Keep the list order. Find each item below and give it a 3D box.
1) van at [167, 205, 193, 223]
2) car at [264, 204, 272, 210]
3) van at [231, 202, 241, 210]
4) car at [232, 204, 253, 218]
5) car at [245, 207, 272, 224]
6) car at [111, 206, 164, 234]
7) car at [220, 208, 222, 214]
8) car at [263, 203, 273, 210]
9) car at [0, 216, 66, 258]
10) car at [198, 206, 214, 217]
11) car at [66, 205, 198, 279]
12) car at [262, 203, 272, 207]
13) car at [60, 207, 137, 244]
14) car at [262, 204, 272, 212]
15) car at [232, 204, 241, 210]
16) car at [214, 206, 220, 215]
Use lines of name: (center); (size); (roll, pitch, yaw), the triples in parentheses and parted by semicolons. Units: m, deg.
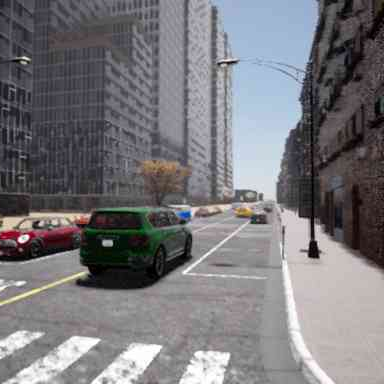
van: (-1.248, 2.341, 36.290); (1.690, 1.788, 3.998); (0, -2, 14)
car: (20.450, 4.003, 89.088); (1.887, 1.381, 4.507); (0, -1, 14)
van: (10.955, 3.700, 85.602); (1.690, 1.788, 3.998); (0, -1, 14)
car: (7.251, 2.774, 46.639); (1.882, 1.535, 5.008); (0, -2, 14)
car: (6.890, 2.502, 34.292); (2.008, 1.369, 4.403); (0, -2, 14)
car: (-3.960, 2.003, 25.333); (2.192, 1.841, 5.009); (0, -2, 14)
car: (4.173, 3.193, 58.201); (1.802, 1.307, 4.206); (0, -1, 14)
car: (19.096, 3.626, 83.612); (2.192, 1.841, 5.009); (0, -1, 14)
car: (-6.673, 1.813, 14.372); (1.967, 1.590, 4.097); (0, -2, 14)
car: (1.462, 2.890, 47.243); (1.802, 1.307, 4.206); (0, -2, 14)
car: (-1.576, 1.512, 11.315); (2.150, 2.045, 5.566); (0, -2, 14)
car: (15.027, 3.304, 67.173); (1.967, 1.590, 4.097); (0, -1, 14)
car: (-5.316, 1.846, 19.854); (2.192, 1.841, 5.009); (0, -2, 14)
car: (16.383, 3.454, 72.651); (1.967, 1.590, 4.097); (0, -1, 14)
car: (12.309, 4.051, 91.077); (1.887, 1.381, 4.507); (0, -1, 14)
car: (2.777, 2.981, 52.558); (1.752, 1.417, 4.829); (0, -1, 14)
